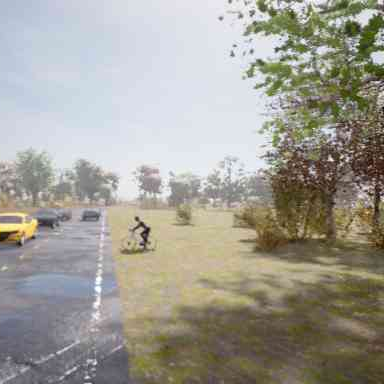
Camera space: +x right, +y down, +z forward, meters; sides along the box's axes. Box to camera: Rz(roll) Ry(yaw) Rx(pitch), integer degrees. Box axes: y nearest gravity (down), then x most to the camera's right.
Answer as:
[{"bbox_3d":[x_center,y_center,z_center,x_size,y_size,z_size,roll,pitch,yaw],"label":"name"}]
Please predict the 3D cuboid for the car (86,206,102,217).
[{"bbox_3d":[-14.912,2.953,50.772,2.033,1.411,5.357,2,-2,-15],"label":"car"}]

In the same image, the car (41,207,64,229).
[{"bbox_3d":[-12.091,2.146,27.436,1.882,1.535,5.008,2,-2,-15],"label":"car"}]

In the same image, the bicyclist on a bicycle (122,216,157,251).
[{"bbox_3d":[-2.464,1.957,15.673,1.656,1.620,0.582,2,-2,-15],"label":"bicyclist on a bicycle"}]

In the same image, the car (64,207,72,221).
[{"bbox_3d":[-14.681,2.443,37.477,2.128,1.511,4.902,2,-2,-14],"label":"car"}]

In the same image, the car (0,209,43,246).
[{"bbox_3d":[-9.505,1.864,17.511,1.882,1.535,5.008,2,-2,-15],"label":"car"}]

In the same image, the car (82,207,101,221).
[{"bbox_3d":[-11.993,2.587,39.627,2.128,1.511,4.902,2,-2,-15],"label":"car"}]
